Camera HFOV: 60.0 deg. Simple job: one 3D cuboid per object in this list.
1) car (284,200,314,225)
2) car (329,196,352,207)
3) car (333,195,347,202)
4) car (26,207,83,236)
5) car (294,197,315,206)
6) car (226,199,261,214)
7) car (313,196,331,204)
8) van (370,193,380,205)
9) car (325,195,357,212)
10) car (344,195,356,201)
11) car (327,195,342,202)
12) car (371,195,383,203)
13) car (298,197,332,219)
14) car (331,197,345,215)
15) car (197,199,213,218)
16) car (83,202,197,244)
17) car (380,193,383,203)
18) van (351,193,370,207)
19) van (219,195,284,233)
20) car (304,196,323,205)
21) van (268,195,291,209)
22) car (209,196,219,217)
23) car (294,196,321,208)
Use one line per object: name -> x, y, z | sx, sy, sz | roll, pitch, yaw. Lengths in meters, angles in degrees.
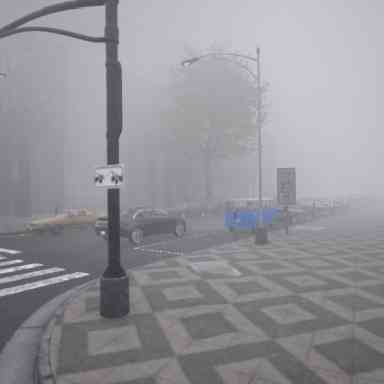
car -> 6.543, 1.422, 22.785 | 1.947, 1.339, 4.313 | -1, 0, 36
car -> 21.789, 1.376, 48.705 | 2.033, 1.411, 5.357 | -1, -1, 36
car -> 33.150, 1.416, 74.353 | 1.887, 1.381, 4.507 | -1, -1, 36
car -> -6.795, 1.564, 18.855 | 1.752, 1.417, 4.829 | -1, 0, 36
car -> 18.025, 1.492, 53.334 | 1.947, 1.339, 4.313 | -1, 0, 36
car -> 5.668, 1.529, 36.163 | 2.008, 1.369, 4.403 | -1, 0, 36
car -> 24.203, 1.453, 61.921 | 2.008, 1.369, 4.403 | -1, -1, 36
van -> 28.673, 1.103, 53.544 | 1.690, 1.788, 3.998 | -1, -1, 36
car -> 16.028, 1.363, 35.967 | 2.008, 1.369, 4.403 | -1, 0, 36
car -> 39.510, 1.401, 83.192 | 2.008, 1.369, 4.403 | -1, -1, 36
car -> 29.970, 1.433, 69.934 | 2.008, 1.369, 4.403 | -1, -1, 36
car -> 34.999, 1.304, 62.330 | 1.947, 1.339, 4.313 | -1, -1, 36
car -> 9.704, 1.385, 27.179 | 1.887, 1.381, 4.507 | -1, 0, 36
car -> 12.867, 1.408, 31.574 | 1.802, 1.307, 4.206 | -1, 0, 36
car -> -0.511, 1.552, 27.577 | 1.887, 1.381, 4.507 | -1, 0, 36
car -> -2.179, 1.429, 15.401 | 2.128, 1.511, 4.902 | -1, -1, 36
car -> 31.936, 1.275, 58.074 | 1.752, 1.417, 4.829 | -1, -1, 36
van -> 22.349, 1.127, 44.756 | 1.690, 1.788, 3.998 | -1, 0, 36
van -> 3.378, 1.212, 18.393 | 1.690, 1.788, 3.998 | -1, 0, 36
car -> 21.015, 1.440, 57.490 | 1.752, 1.417, 4.829 | -1, 0, 36
van -> 11.843, 1.292, 44.750 | 1.690, 1.788, 3.998 | -1, 0, 36
car -> 2.575, 1.307, 31.872 | 2.192, 1.841, 5.009 | -1, 0, 36
car -> 15.947, 1.386, 45.724 | 2.128, 1.511, 4.902 | -1, -1, 36
